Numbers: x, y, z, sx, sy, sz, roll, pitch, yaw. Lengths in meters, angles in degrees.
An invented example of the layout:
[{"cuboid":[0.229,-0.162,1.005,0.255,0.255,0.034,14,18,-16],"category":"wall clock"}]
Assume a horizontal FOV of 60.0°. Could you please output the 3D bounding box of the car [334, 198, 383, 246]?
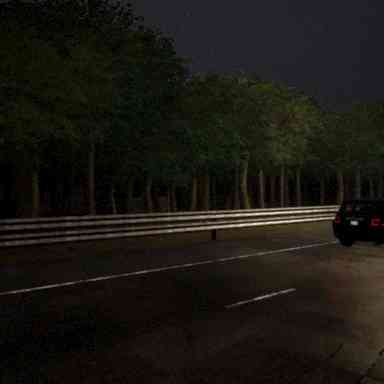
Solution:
[{"cuboid":[8.294,1.259,14.085,5.566,2.045,2.150,0,0,-35],"category":"car"}]
